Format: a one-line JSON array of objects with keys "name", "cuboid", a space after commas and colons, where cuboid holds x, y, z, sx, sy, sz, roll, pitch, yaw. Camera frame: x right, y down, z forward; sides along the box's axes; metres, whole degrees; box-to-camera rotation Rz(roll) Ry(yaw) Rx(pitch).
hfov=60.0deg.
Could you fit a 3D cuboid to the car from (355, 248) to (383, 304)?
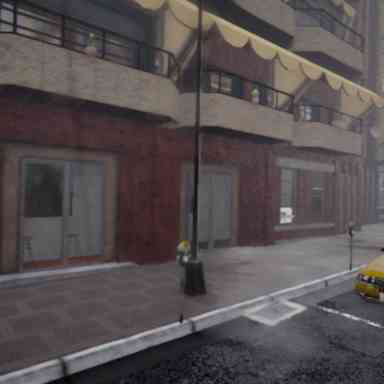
[{"name": "car", "cuboid": [5.239, 1.502, 7.135, 4.829, 1.417, 1.752, 0, 2, -39]}]
